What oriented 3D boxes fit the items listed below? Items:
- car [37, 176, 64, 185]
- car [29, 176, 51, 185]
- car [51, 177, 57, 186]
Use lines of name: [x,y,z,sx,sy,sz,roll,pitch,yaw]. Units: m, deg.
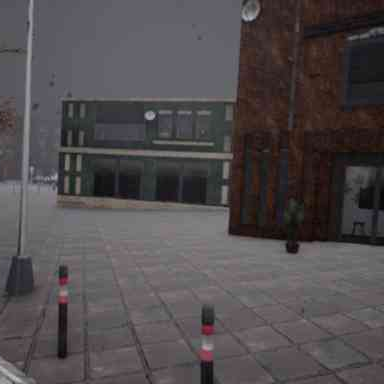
car: [-28.835,-2.323,67.965,5.008,1.535,2.097,4,3,21]
car: [-29.806,-2.372,65.376,4.553,1.767,2.185,4,3,21]
car: [-20.273,-1.508,55.739,2.150,2.045,5.566,4,3,21]
